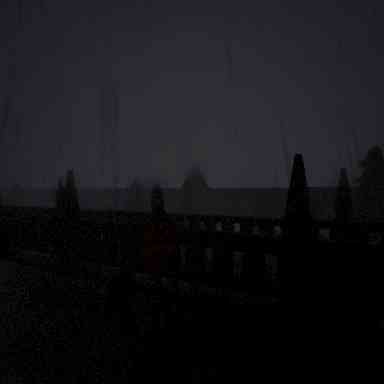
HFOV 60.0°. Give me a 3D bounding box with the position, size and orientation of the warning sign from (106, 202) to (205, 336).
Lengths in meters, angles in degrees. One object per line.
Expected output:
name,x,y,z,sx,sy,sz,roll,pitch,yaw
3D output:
warning sign,-0.577,1.115,5.571,1.060,1.860,1.300,0,0,36
